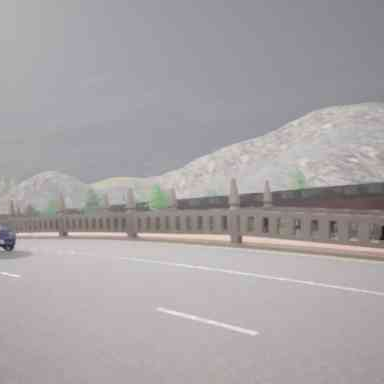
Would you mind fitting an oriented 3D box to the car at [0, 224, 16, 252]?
[{"bbox_3d":[-9.928,2.103,15.362,4.674,1.442,1.812,-5,-3,35],"label":"car"}]
